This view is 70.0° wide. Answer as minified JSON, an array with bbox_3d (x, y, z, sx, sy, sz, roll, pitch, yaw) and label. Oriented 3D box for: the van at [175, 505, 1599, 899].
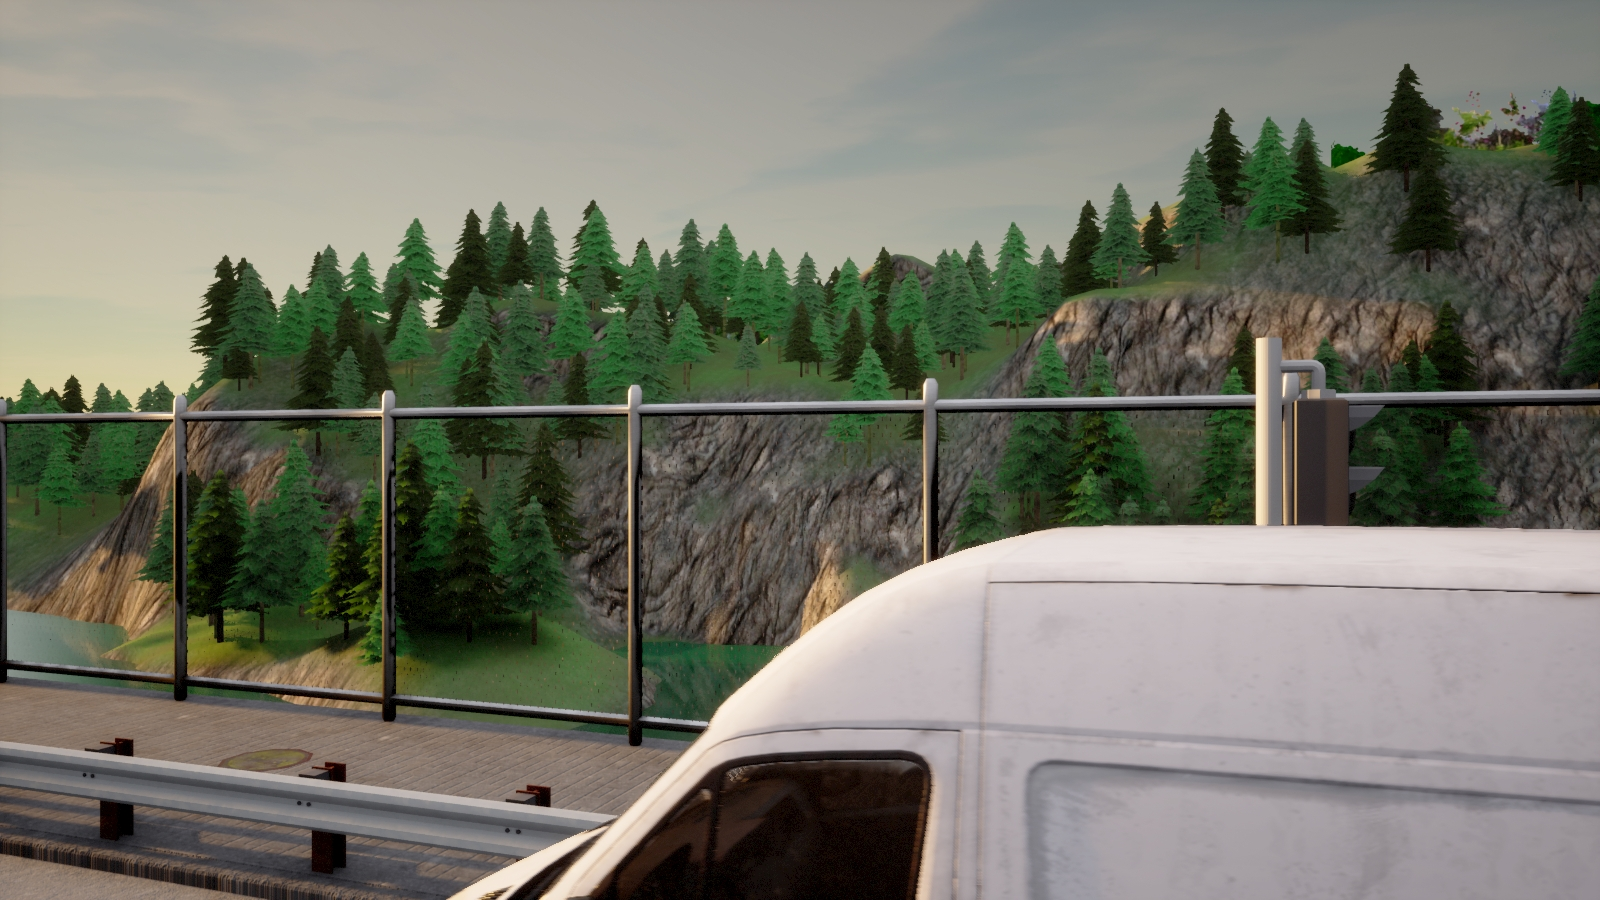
[{"bbox_3d":[1.228,1.535,3.380,5.915,2.561,1.988,0,0,20],"label":"van"}]
